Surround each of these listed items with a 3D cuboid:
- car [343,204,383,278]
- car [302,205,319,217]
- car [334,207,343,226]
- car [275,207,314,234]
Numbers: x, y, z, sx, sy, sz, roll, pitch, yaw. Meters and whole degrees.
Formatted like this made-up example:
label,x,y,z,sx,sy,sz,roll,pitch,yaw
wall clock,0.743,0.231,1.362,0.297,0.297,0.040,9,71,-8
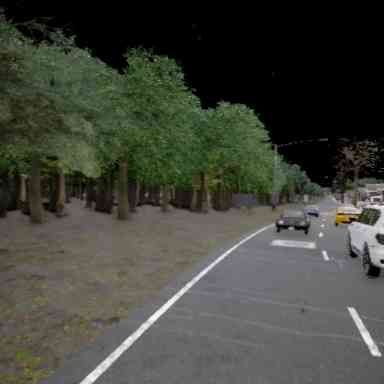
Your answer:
label,x,y,z,sx,sy,sz,roll,pitch,yaw
car,6.423,1.413,10.570,2.150,2.045,5.566,2,0,18
car,14.302,2.228,40.291,1.994,1.385,4.181,2,-1,23
car,12.994,1.992,27.867,1.882,1.535,5.008,2,-1,22
car,6.550,1.850,21.249,1.895,1.301,4.718,2,-1,21
